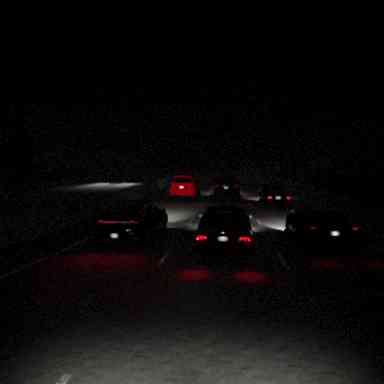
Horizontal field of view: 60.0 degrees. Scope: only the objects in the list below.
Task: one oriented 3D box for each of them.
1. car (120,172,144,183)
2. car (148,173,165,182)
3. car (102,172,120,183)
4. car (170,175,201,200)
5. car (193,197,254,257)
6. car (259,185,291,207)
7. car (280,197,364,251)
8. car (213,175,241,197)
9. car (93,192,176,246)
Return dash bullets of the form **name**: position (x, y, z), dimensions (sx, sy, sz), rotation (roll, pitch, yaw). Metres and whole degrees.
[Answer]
- **car**: position (-8.811, -2.250, 51.157), dimensions (2.128, 1.511, 4.902), rotation (1, 5, 6)
- **car**: position (-5.328, -2.146, 50.835), dimensions (1.994, 1.385, 4.181), rotation (1, 5, 6)
- **car**: position (-12.296, -2.281, 51.473), dimensions (2.128, 1.511, 4.902), rotation (1, 5, 6)
- **car**: position (-0.514, -0.518, 28.811), dimensions (2.150, 2.045, 5.566), rotation (1, 5, 7)
- **car**: position (1.140, 1.197, 11.620), dimensions (2.033, 1.411, 5.357), rotation (1, 3, 7)
- **car**: position (6.012, 0.207, 24.391), dimensions (2.033, 1.411, 5.357), rotation (1, 5, 6)
- **car**: position (4.776, 1.174, 12.552), dimensions (1.994, 1.385, 4.181), rotation (1, 3, 6)
- **car**: position (2.961, -0.479, 28.400), dimensions (2.150, 2.045, 5.566), rotation (1, 5, 7)
- **car**: position (-2.214, 1.045, 13.056), dimensions (2.128, 1.511, 4.902), rotation (1, 4, 7)
